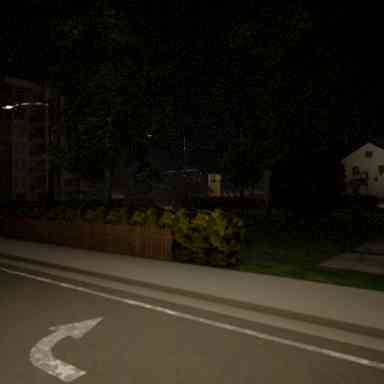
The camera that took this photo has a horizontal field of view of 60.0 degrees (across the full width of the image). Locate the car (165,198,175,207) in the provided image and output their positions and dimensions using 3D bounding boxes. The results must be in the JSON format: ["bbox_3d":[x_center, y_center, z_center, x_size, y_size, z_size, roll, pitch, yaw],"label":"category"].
[{"bbox_3d":[-2.768,1.868,60.567,1.882,1.535,5.008,-1,-1,36],"label":"car"}]
